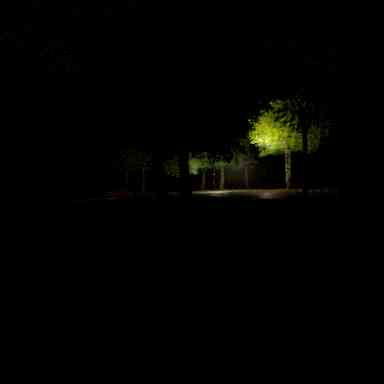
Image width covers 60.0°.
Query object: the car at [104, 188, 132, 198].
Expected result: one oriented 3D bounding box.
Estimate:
[{"bbox_3d":[-12.433,0.138,55.845,1.882,1.535,5.008,-1,1,38],"label":"car"}]
